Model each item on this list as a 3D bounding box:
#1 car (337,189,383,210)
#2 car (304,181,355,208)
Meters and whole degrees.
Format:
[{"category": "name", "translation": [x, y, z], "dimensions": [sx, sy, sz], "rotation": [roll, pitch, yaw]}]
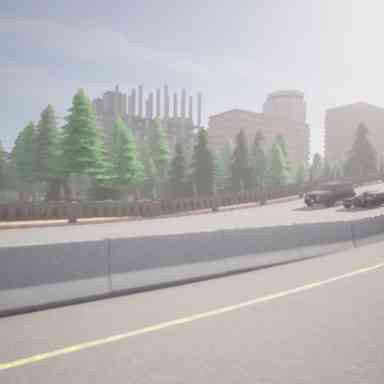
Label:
[{"category": "car", "translation": [14.176, 0.592, 26.871], "dimensions": [4.718, 1.301, 1.895], "rotation": [-6, 4, -35]}, {"category": "car", "translation": [12.507, 0.174, 29.971], "dimensions": [5.566, 2.045, 2.150], "rotation": [-6, 4, -35]}]
